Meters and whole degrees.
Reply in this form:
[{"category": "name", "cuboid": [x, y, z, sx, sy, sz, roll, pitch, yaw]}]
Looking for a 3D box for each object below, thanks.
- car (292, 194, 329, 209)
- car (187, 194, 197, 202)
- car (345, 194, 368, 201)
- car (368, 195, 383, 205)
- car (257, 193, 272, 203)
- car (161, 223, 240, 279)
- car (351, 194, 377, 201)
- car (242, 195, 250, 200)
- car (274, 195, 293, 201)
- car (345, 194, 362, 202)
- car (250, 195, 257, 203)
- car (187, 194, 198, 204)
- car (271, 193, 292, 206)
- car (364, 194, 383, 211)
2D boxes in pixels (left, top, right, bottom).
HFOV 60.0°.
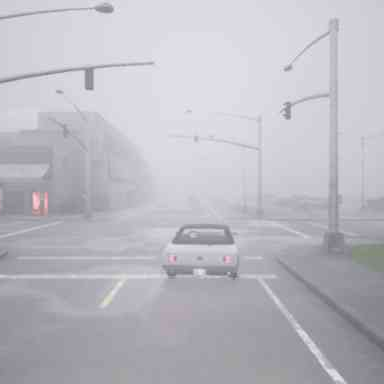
[{"category": "car", "cuboid": [14.483, 1.236, 39.895, 3.806, 1.475, 1.970, 0, 0, 0]}, {"category": "car", "cuboid": [-0.010, 1.334, 74.153, 2.097, 1.767, 4.553, 0, 0, 0]}, {"category": "car", "cuboid": [39.909, 1.331, 80.613, 4.514, 1.523, 2.007, 0, 0, 0]}, {"category": "car", "cuboid": [32.251, 1.297, 55.635, 4.514, 1.523, 2.007, 0, 0, 0]}, {"category": "car", "cuboid": [14.155, 1.075, 59.107, 3.866, 1.878, 1.905, 0, 0, 0]}, {"category": "car", "cuboid": [0.448, 1.596, 10.069, 1.895, 1.301, 4.718, 0, 0, 7]}, {"category": "car", "cuboid": [39.962, 1.323, 77.476, 5.027, 1.636, 2.152, 0, 0, 0]}, {"category": "car", "cuboid": [13.875, 1.366, 80.597, 3.633, 1.501, 1.845, 0, 0, 0]}, {"category": "car", "cuboid": [21.296, 1.377, 77.618, 3.806, 1.475, 1.970, 0, 0, 0]}, {"category": "car", "cuboid": [32.291, 1.316, 65.628, 3.633, 1.501, 1.845, 0, 0, 0]}, {"category": "car", "cuboid": [13.742, 1.095, 62.013, 4.605, 1.855, 1.932, 0, 0, 0]}, {"category": "car", "cuboid": [0.087, 1.334, 64.027, 2.097, 1.767, 4.553, 0, 0, 0]}, {"category": "car", "cuboid": [14.158, 1.156, 46.313, 5.027, 1.636, 2.152, 0, 0, 0]}, {"category": "car", "cuboid": [21.533, 1.303, 36.235, 4.514, 1.523, 2.007, 0, 0, 0]}]
